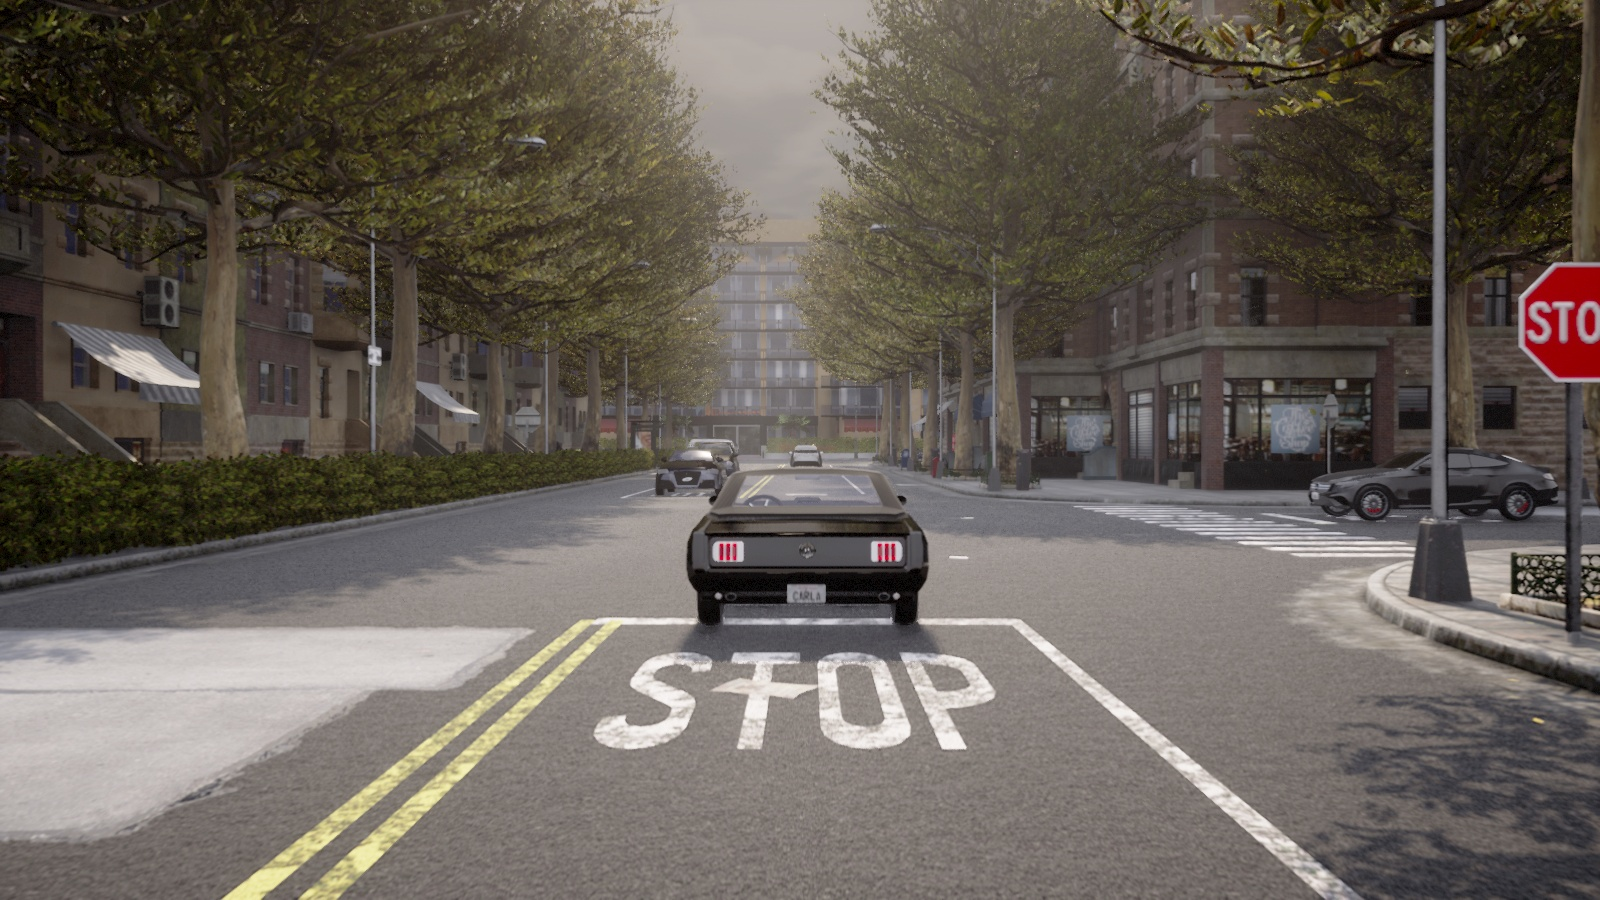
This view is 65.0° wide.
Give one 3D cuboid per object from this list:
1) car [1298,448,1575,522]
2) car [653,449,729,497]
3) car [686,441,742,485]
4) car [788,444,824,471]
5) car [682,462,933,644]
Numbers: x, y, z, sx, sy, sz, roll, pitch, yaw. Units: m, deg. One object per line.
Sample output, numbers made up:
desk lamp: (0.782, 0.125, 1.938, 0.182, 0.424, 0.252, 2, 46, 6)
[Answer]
car: (12.741, 0.685, 25.344, 4.674, 1.442, 1.812, 0, 0, 0)
car: (-3.297, 0.658, 38.682, 1.994, 1.385, 4.181, 0, 0, 0)
car: (-3.257, 0.456, 48.001, 1.851, 1.617, 3.988, 0, 0, 0)
car: (0.362, 0.410, 73.146, 2.007, 1.525, 4.514, 0, 0, 0)
car: (0.070, 0.801, 11.833, 1.895, 1.301, 4.718, 0, 0, 0)
